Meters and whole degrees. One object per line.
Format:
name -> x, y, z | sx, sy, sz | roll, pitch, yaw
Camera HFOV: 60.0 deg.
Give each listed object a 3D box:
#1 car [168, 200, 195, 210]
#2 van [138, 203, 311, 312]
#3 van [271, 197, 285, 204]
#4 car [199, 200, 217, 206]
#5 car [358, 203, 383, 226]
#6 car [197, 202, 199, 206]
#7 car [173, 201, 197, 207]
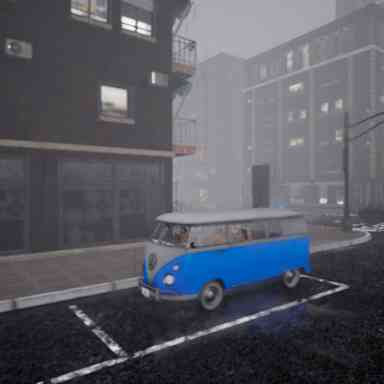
car -> -1.636, 1.970, 50.384 | 1.947, 1.339, 4.313 | -2, 0, -36
van -> 0.861, 1.292, 7.311 | 3.998, 1.788, 1.690 | -1, 1, -36
van -> 8.396, 1.467, 36.755 | 1.690, 1.788, 3.998 | -2, 0, -36
car -> 1.563, 1.840, 45.946 | 1.752, 1.417, 4.829 | -2, 0, -36
car -> 12.906, 1.382, 20.565 | 2.128, 1.511, 4.902 | -1, -2, -36
car -> -1.568, 1.828, 40.639 | 1.812, 1.442, 4.674 | 0, -1, -36
car -> -1.782, 1.710, 36.367 | 1.967, 1.590, 4.097 | -2, 0, -36
